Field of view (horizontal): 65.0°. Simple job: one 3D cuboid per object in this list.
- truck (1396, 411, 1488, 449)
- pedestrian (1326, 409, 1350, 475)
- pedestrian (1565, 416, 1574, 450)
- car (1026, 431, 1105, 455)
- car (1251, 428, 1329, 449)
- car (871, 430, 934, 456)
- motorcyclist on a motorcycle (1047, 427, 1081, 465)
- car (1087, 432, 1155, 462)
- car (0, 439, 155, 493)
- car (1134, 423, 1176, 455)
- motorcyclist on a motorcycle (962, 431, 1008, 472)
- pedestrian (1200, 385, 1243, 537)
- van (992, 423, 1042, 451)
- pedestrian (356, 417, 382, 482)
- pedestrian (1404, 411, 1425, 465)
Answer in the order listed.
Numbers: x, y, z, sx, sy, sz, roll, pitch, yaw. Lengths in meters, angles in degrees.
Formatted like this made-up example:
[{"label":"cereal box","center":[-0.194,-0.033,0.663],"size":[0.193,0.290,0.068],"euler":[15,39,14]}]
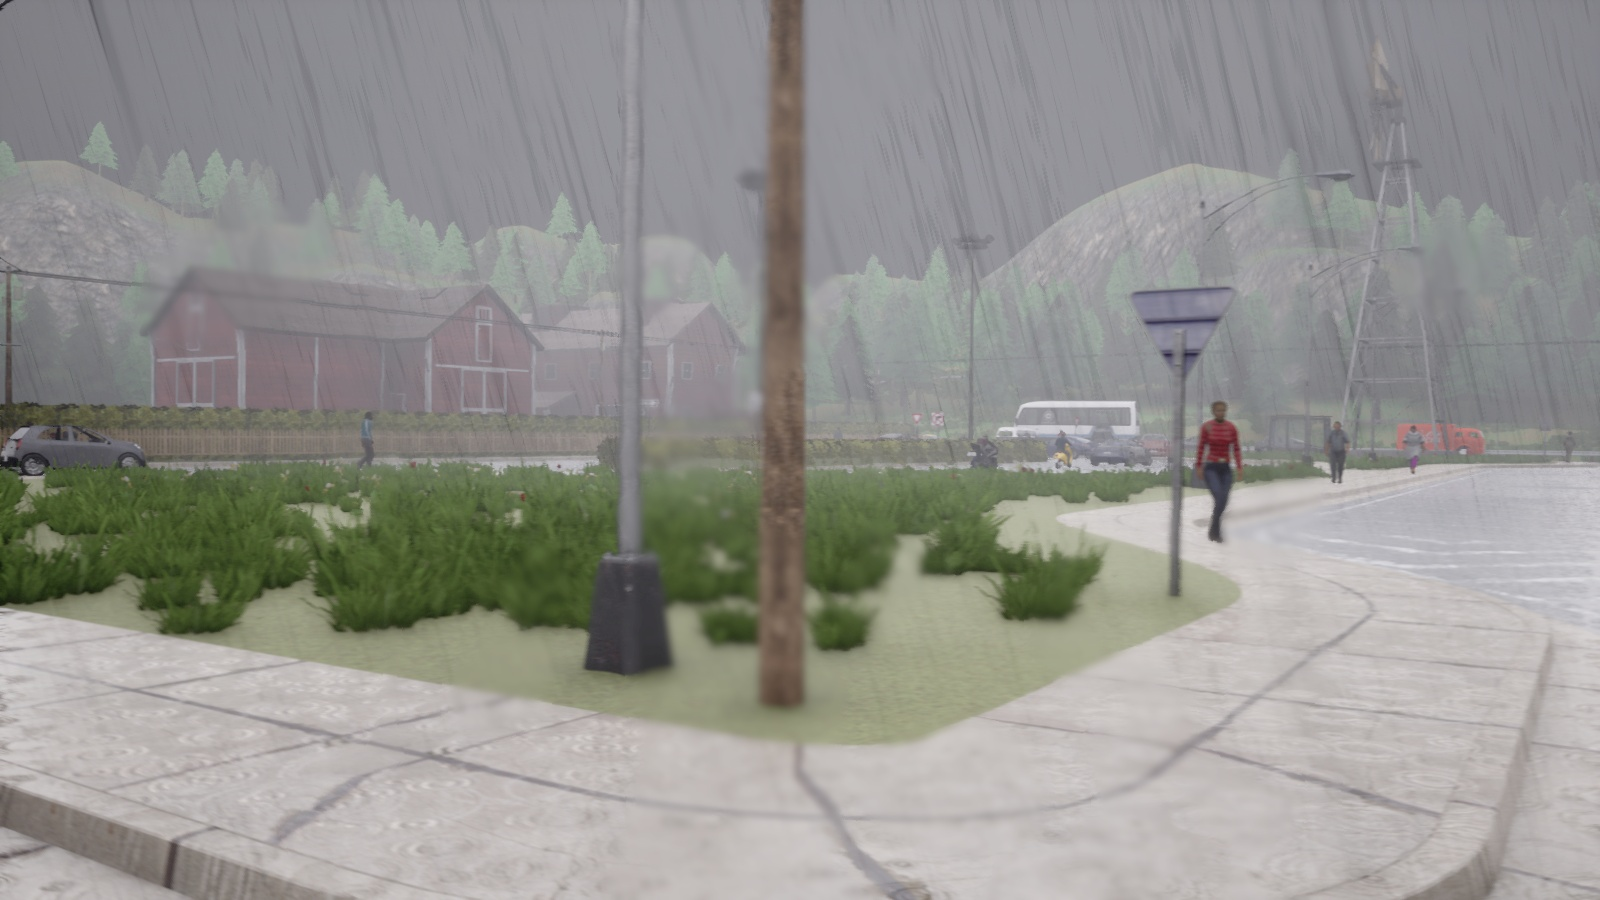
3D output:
[{"label":"truck","center":[42.828,-1.288,83.829],"size":[5.204,2.467,2.627],"euler":[0,1,34]},{"label":"pedestrian","center":[15.262,-0.238,35.592],"size":[0.540,1.848,0.694],"euler":[0,1,31]},{"label":"pedestrian","center":[43.925,-0.990,71.697],"size":[0.396,1.930,0.692],"euler":[0,1,36]},{"label":"car","center":[16.494,-0.461,78.139],"size":[1.812,1.442,4.674],"euler":[-1,1,-41]},{"label":"car","center":[34.770,-0.803,89.227],"size":[4.792,1.488,2.163],"euler":[0,1,34]},{"label":"car","center":[6.438,-0.454,78.512],"size":[2.007,1.525,4.514],"euler":[0,1,33]},{"label":"motorcyclist on a motorcycle","center":[11.536,-0.171,54.857],"size":[0.866,1.590,1.817],"euler":[0,2,33]},{"label":"car","center":[15.680,-0.183,61.179],"size":[1.994,1.385,4.181],"euler":[0,1,33]},{"label":"car","center":[-21.298,0.429,37.026],"size":[1.845,1.501,3.633],"euler":[0,1,44]},{"label":"car","center":[19.564,-0.614,69.298],"size":[2.152,1.651,5.027],"euler":[0,1,16]},{"label":"motorcyclist on a motorcycle","center":[7.077,0.047,47.941],"size":[0.866,1.530,2.191],"euler":[0,1,34]},{"label":"pedestrian","center":[5.210,0.127,15.546],"size":[0.331,1.846,0.636],"euler":[0,1,3]},{"label":"van","center":[16.117,-0.965,93.166],"size":[2.069,2.038,4.480],"euler":[0,1,33]},{"label":"pedestrian","center":[-13.012,-0.015,37.930],"size":[0.692,1.930,0.396],"euler":[-1,1,-22]},{"label":"pedestrian","center":[22.653,-0.451,46.291],"size":[0.659,1.952,0.873],"euler":[0,1,30]}]
